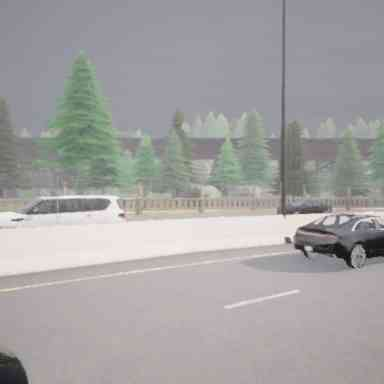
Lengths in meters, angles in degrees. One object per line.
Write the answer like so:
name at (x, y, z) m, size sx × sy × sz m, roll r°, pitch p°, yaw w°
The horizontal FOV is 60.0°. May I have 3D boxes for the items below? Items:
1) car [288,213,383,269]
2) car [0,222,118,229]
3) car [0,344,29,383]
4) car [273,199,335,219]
car at (5.586, 1.474, 11.045) m, size 4.902 × 1.511 × 2.128 m, roll 0°, pitch 0°, yaw -29°
car at (-5.328, 1.126, 12.909) m, size 5.566 × 2.045 × 2.150 m, roll 0°, pitch 0°, yaw -33°
car at (-3.346, 1.448, 1.244) m, size 5.008 × 1.535 × 1.882 m, roll 0°, pitch 0°, yaw -37°
car at (9.651, 1.405, 28.656) m, size 5.008 × 1.535 × 1.882 m, roll 0°, pitch 0°, yaw -22°
